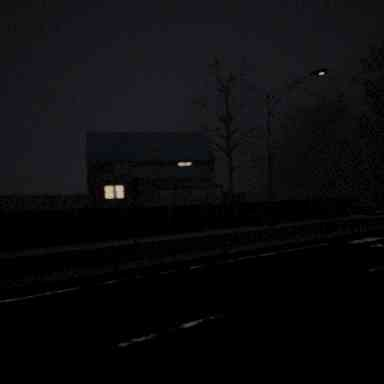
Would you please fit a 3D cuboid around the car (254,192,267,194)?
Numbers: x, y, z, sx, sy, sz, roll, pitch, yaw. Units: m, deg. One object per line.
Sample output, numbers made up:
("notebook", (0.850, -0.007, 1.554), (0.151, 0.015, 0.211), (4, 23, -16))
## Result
("car", (10.797, 0.726, 52.079), (2.128, 1.511, 4.902), (-2, 1, -14))
